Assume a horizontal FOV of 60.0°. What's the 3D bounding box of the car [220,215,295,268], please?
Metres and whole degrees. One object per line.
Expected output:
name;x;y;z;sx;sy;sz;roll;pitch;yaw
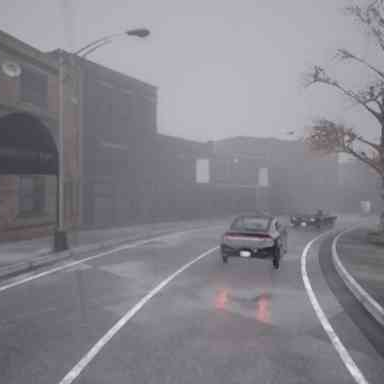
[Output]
car;2.349;1.601;11.886;2.128;1.511;4.902;1;0;20

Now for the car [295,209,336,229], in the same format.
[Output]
car;8.835;1.893;23.909;1.895;1.301;4.718;1;0;39
